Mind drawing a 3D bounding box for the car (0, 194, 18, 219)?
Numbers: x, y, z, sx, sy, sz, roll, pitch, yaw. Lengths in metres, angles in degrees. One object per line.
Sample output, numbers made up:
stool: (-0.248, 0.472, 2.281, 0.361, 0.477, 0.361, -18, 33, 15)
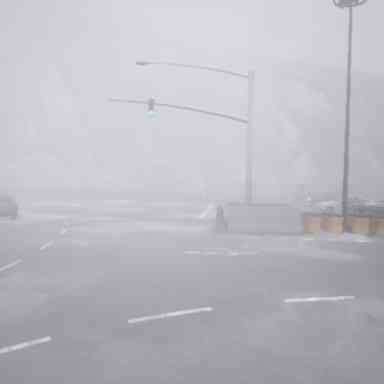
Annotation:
car: (-11.397, 0.787, 19.552, 1.994, 1.385, 4.181, 0, 2, -29)

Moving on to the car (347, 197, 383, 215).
car: (12.761, 1.225, 21.711, 4.718, 1.301, 1.895, 1, 2, 6)

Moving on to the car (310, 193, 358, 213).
car: (11.851, 1.032, 25.324, 4.674, 1.442, 1.812, 1, 2, 6)

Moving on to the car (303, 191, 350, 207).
car: (13.194, 0.693, 32.163, 4.553, 1.767, 2.097, 1, 2, 9)
